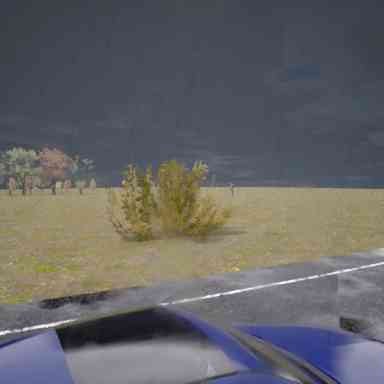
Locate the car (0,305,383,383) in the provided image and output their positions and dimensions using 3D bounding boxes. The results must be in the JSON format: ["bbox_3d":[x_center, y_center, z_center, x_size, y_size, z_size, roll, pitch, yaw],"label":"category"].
[{"bbox_3d":[-0.089,1.525,2.001,4.674,1.442,1.812,0,0,-29],"label":"car"}]
